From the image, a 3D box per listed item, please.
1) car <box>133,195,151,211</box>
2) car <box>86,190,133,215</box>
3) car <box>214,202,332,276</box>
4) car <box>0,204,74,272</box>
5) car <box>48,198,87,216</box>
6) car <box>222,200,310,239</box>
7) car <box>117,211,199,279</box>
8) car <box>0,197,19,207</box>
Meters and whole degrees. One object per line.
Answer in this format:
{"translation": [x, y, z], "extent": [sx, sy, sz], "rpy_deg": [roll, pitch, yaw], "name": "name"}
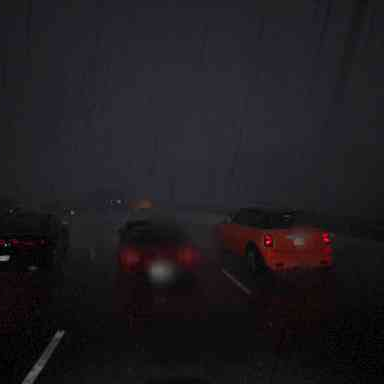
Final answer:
{"translation": [-5.987, 1.067, 32.065], "extent": [1.882, 1.535, 5.008], "rpy_deg": [0, 1, -43], "name": "car"}
{"translation": [-7.746, 0.850, 28.981], "extent": [2.150, 2.045, 5.566], "rpy_deg": [0, 1, -42], "name": "car"}
{"translation": [2.177, 1.218, 10.222], "extent": [2.097, 1.767, 4.553], "rpy_deg": [0, 1, -12], "name": "car"}
{"translation": [-4.951, 1.347, 10.117], "extent": [1.882, 1.535, 5.008], "rpy_deg": [0, 1, -14], "name": "car"}
{"translation": [-10.633, 1.255, 26.972], "extent": [1.895, 1.301, 4.718], "rpy_deg": [-1, 1, -43], "name": "car"}
{"translation": [3.608, 1.268, 17.315], "extent": [2.128, 1.511, 4.902], "rpy_deg": [0, 1, -21], "name": "car"}
{"translation": [-1.215, 1.475, 9.713], "extent": [1.895, 1.301, 4.718], "rpy_deg": [0, 1, -12], "name": "car"}
{"translation": [-15.324, 1.165, 26.587], "extent": [4.892, 1.490, 1.837], "rpy_deg": [1, 1, 43], "name": "car"}
